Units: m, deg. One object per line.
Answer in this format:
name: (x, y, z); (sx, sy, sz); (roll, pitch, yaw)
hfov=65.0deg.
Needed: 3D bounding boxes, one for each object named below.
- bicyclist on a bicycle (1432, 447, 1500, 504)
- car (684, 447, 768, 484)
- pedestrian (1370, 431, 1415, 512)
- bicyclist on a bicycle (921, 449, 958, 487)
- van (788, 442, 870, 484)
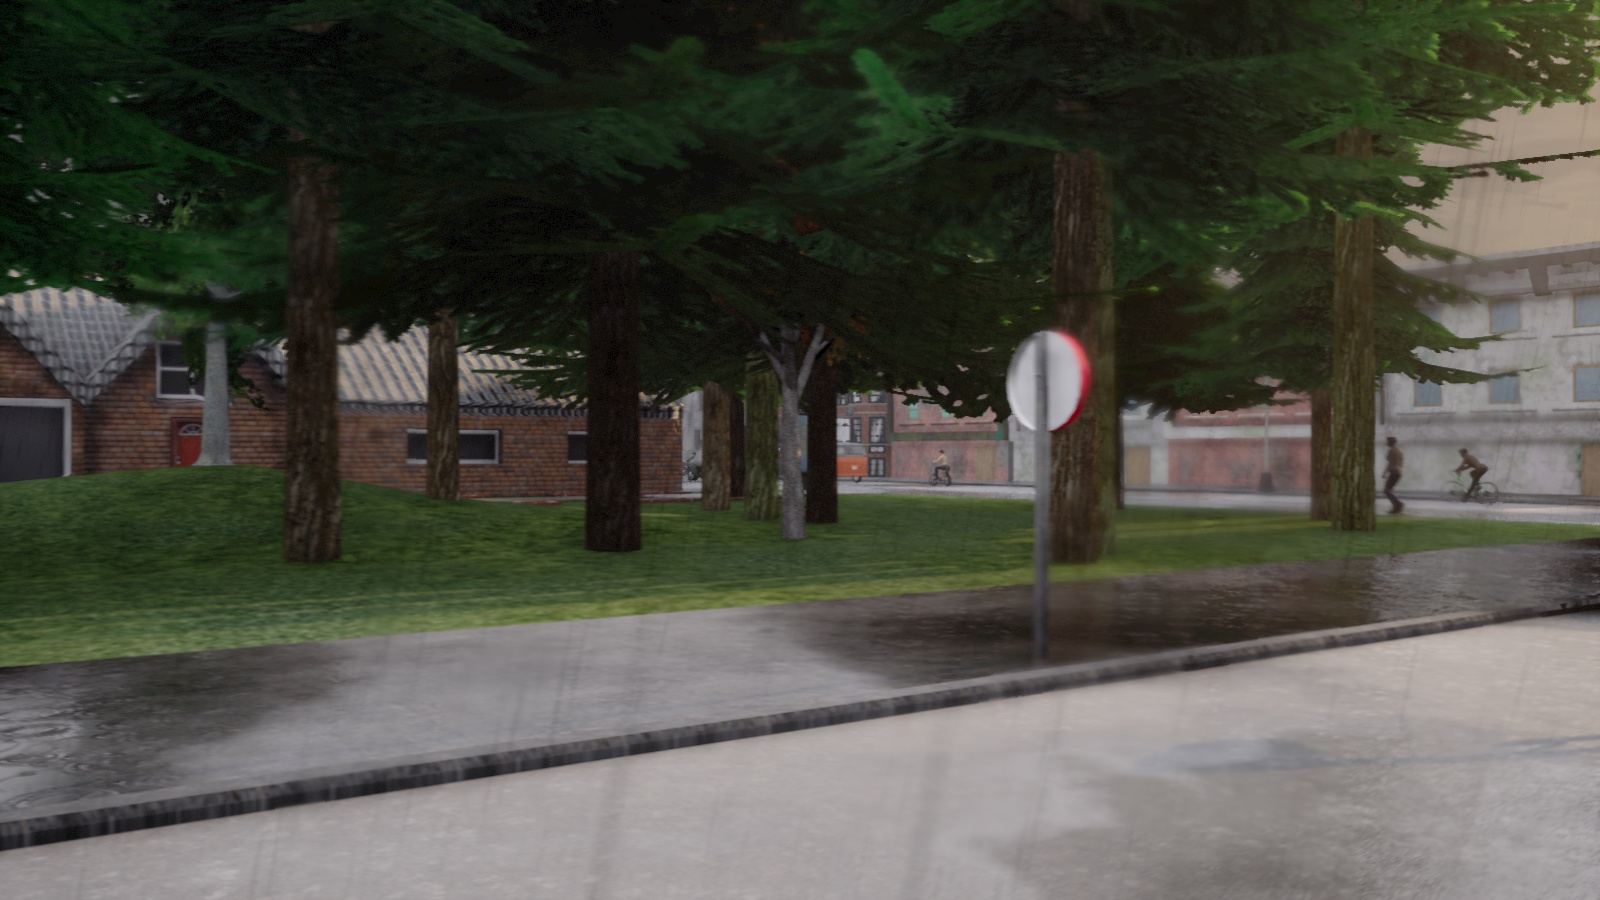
bicyclist on a bicycle: (19.212, 0.720, 36.252); (0.582, 1.620, 1.656); (0, 0, -34)
car: (-3.728, 0.742, 62.585); (2.097, 1.767, 4.553); (0, 0, -35)
pedestrian: (13.392, 0.477, 28.390); (0.328, 1.805, 0.869); (0, 0, -32)
bicyclist on a bicycle: (6.135, 0.778, 55.300); (0.866, 1.612, 1.509); (0, 0, -35)
van: (1.404, 0.621, 62.183); (1.775, 1.987, 4.442); (0, 0, -35)
